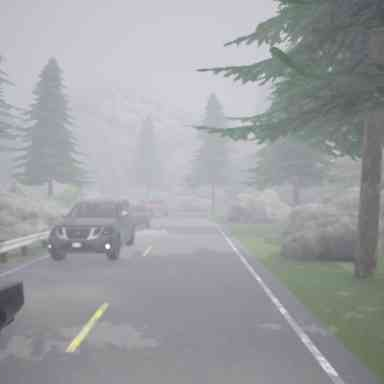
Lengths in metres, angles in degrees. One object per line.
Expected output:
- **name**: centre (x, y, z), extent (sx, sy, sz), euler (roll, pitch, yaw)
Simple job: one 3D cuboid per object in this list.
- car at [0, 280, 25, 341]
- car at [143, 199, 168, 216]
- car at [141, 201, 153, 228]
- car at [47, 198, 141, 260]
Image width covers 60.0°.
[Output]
- **car**: centre (-3.597, 1.618, 3.086), extent (1.895, 1.301, 4.718), euler (0, 0, 0)
- **car**: centre (-4.369, 1.532, 34.306), extent (2.097, 1.767, 4.553), euler (0, 0, -37)
- **car**: centre (-3.876, 1.629, 23.452), extent (1.837, 1.490, 4.892), euler (0, 0, -8)
- **car**: centre (-3.588, 1.290, 13.024), extent (2.150, 2.045, 5.566), euler (0, 0, -1)
